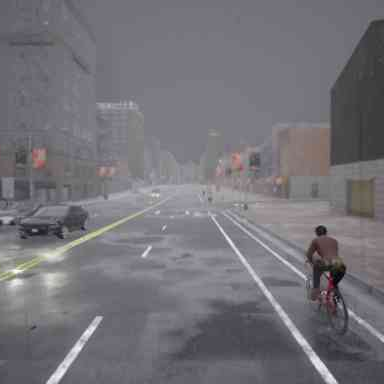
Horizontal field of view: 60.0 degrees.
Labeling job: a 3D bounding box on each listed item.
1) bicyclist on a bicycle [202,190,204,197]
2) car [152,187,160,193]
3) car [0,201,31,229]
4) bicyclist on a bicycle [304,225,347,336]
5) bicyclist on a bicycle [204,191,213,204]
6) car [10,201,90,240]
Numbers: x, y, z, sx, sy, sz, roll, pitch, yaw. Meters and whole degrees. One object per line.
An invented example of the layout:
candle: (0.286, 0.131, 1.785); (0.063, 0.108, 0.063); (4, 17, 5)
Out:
bicyclist on a bicycle: (2.288, 0.440, 64.814); (0.659, 1.776, 1.843); (0, 2, 0)
car: (-9.698, -0.568, 90.212); (1.994, 1.385, 4.181); (0, 2, 0)
car: (-9.823, 1.308, 20.061); (2.128, 1.511, 4.902); (0, 0, 0)
bicyclist on a bicycle: (2.253, 1.408, 5.654); (0.582, 1.620, 1.656); (0, 0, 0)
bicyclist on a bicycle: (2.252, 0.833, 41.811); (0.866, 1.612, 1.509); (-1, 1, 0)
car: (-6.585, 1.331, 16.427); (1.882, 1.535, 5.008); (0, 0, 0)
